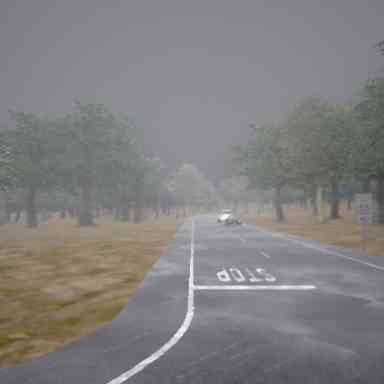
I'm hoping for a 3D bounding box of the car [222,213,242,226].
[{"bbox_3d":[5.489,3.838,44.491,1.895,1.301,4.718,0,-3,1],"label":"car"}]

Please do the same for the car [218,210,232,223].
[{"bbox_3d":[5.518,4.005,54.575,2.150,2.045,5.566,0,-3,0],"label":"car"}]
